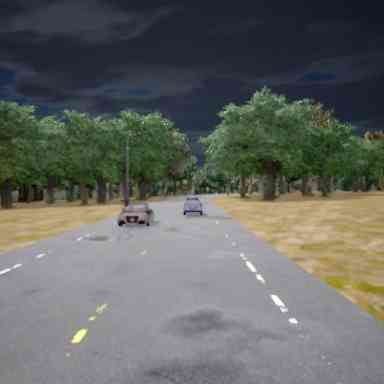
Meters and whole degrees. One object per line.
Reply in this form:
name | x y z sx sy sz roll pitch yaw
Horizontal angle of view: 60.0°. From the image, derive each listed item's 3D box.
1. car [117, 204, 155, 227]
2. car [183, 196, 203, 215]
car | -3.597 1.465 21.960 1.994 1.385 4.181 0 0 0
car | 0.100 1.377 31.383 2.033 1.411 5.357 0 0 0
